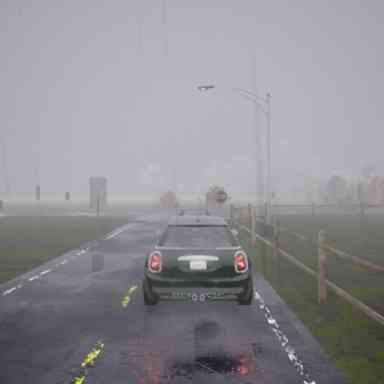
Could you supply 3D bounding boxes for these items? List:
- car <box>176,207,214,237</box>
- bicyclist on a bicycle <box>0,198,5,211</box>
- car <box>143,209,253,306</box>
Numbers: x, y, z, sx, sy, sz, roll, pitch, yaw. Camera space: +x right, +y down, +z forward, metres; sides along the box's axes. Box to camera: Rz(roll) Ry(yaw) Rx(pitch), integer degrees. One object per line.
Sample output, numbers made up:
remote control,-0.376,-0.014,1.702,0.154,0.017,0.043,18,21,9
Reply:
car,0.145,1.599,18.959,1.895,1.301,4.718,0,0,0
bicyclist on a bicycle,-22.417,1.507,38.943,0.582,1.620,1.656,0,0,1
car,0.118,1.350,8.168,2.097,1.767,4.553,0,0,0
